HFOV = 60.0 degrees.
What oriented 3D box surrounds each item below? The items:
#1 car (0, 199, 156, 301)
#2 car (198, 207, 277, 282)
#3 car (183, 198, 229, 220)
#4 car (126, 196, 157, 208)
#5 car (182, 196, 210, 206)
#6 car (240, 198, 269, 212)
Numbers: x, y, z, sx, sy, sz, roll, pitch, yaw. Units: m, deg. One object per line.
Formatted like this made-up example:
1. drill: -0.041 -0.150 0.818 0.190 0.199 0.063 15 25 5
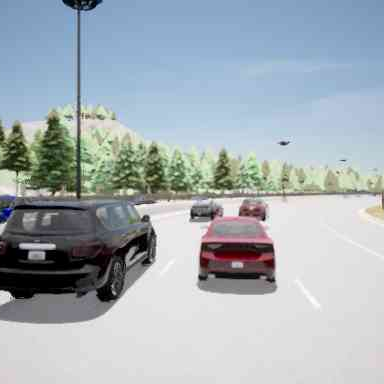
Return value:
1. car: -2.424 1.177 8.414 2.150 2.045 5.566 0 0 6
2. car: 1.271 1.445 9.787 1.882 1.535 5.008 0 0 6
3. car: 1.234 1.395 26.462 2.128 1.511 4.902 0 0 16
4. car: -6.773 1.299 45.135 1.837 1.490 4.892 0 0 25
5. car: 0.657 1.349 51.934 2.033 1.411 5.357 0 0 30
6. car: 5.119 1.270 27.179 2.097 1.767 4.553 0 0 17
